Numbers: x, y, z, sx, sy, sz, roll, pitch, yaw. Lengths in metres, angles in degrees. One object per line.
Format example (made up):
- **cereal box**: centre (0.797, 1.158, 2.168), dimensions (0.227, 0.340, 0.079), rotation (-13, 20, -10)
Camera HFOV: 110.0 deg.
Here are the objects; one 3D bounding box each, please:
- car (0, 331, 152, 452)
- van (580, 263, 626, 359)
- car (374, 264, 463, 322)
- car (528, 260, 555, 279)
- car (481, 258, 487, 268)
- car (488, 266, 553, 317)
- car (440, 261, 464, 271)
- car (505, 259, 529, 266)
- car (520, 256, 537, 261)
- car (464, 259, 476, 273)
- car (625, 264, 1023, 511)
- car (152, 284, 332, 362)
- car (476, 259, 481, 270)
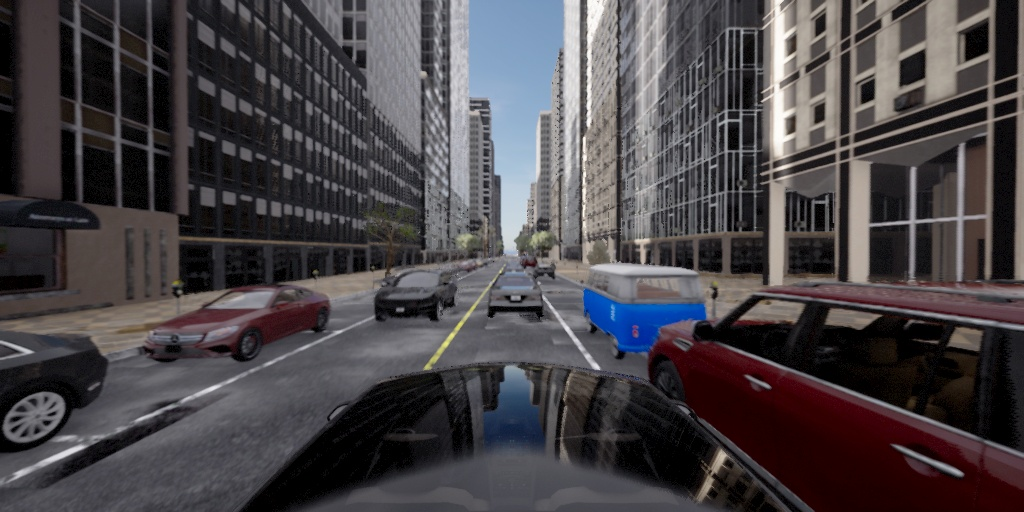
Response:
- **car**: centre (-5.692, 1.297, 2.438), dimensions (2.007, 1.370, 4.403), rotation (0, 0, 0)
- **van**: centre (2.695, 1.082, 8.113), dimensions (1.690, 1.789, 3.998), rotation (0, 0, 0)
- **car**: centre (-3.083, 1.209, 12.392), dimensions (1.882, 1.535, 5.008), rotation (0, 0, 0)
- **car**: centre (2.720, 1.254, 30.847), dimensions (2.007, 1.370, 4.403), rotation (0, 0, 0)
- **car**: centre (-5.630, 1.176, 59.105), dimensions (1.751, 1.417, 4.829), rotation (0, 0, 0)
- **car**: centre (0.114, 1.279, 13.110), dimensions (2.033, 1.411, 5.357), rotation (0, 0, 0)
- **car**: centre (-5.661, 1.250, 30.856), dimensions (2.007, 1.370, 4.403), rotation (0, 0, 0)
- **car**: centre (0.133, 1.248, 31.824), dimensions (2.033, 1.411, 5.357), rotation (0, 0, 0)
- **car**: centre (2.744, 0.980, 53.582), dimensions (2.192, 1.841, 5.009), rotation (0, 0, 0)
- **car**: centre (-5.649, 1.262, 42.223), dimensions (1.802, 1.307, 4.207), rotation (0, 0, 0)
- **car**: centre (2.689, 1.065, 2.429), dimensions (2.192, 1.841, 5.009), rotation (0, 0, 0)
- **car**: centre (-5.685, 1.319, 8.122), dimensions (1.802, 1.307, 4.207), rotation (0, 0, 0)
- **car**: centre (-5.643, 1.110, 47.907), dimensions (1.967, 1.591, 4.097), rotation (0, 0, 0)
